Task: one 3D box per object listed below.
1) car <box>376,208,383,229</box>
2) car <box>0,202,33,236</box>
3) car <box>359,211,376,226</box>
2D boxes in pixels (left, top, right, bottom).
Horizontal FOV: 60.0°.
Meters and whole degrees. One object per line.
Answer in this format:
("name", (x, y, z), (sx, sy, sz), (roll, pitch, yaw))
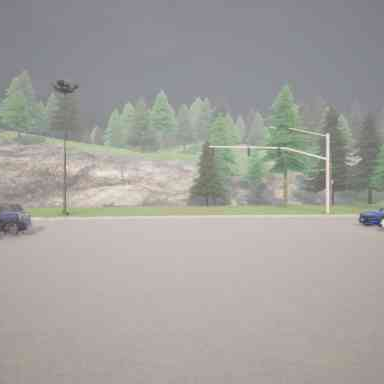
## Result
("car", (12.902, 1.491, 17.611), (4.902, 1.511, 2.128), (0, 0, -4))
("car", (-10.895, 1.351, 17.347), (4.553, 1.767, 2.097), (0, 0, -13))
("car", (13.244, 1.477, 21.146), (5.008, 1.535, 1.882), (0, 0, -4))
